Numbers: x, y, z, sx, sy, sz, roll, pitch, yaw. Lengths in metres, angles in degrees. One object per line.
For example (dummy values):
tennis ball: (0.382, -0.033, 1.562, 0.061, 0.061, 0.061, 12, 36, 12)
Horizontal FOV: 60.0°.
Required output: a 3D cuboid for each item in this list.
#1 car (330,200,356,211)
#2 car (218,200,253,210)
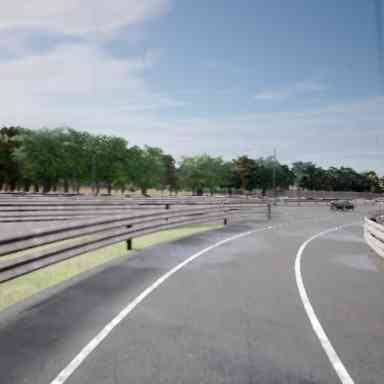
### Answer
car: (21.740, 1.964, 47.883, 4.892, 1.490, 1.837, 1, 0, -39)
car: (4.186, 1.555, 33.440, 4.674, 1.442, 1.812, 1, 0, -40)
